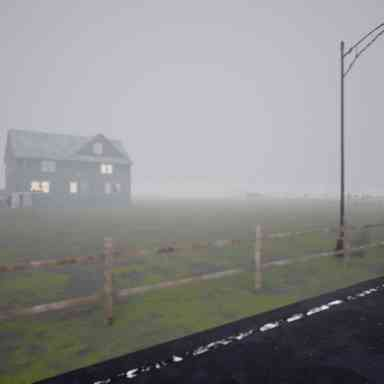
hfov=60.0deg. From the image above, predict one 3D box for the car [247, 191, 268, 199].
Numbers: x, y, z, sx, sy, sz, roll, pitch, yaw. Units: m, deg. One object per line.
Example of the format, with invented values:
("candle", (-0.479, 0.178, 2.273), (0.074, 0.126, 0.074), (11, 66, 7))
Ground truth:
("car", (13.087, 0.653, 66.643), (2.128, 1.511, 4.902), (0, 1, -35))
